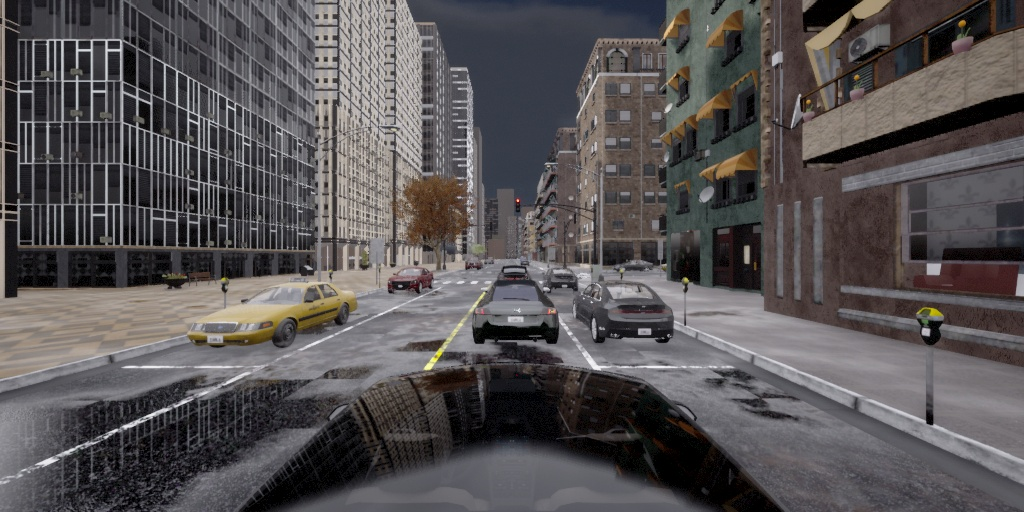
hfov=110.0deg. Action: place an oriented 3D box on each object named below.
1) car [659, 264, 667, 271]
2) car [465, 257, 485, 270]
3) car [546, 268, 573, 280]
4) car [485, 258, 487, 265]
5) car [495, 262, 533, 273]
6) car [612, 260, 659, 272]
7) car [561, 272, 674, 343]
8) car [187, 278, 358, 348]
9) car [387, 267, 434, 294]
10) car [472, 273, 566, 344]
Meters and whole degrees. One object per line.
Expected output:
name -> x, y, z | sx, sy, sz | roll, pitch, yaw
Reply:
car -> 18.841, 1.006, 39.983 | 4.829, 1.417, 1.751 | 0, 0, -1
car -> -5.679, 1.098, 52.906 | 2.192, 1.841, 5.009 | 0, 0, 0
car -> 2.693, 1.305, 20.516 | 2.007, 1.370, 4.403 | 0, 0, 0
car -> -5.677, 1.356, 58.429 | 1.948, 1.339, 4.313 | 0, 0, 0
car -> 0.109, 1.259, 19.647 | 1.837, 1.490, 4.892 | 0, 0, -1
car -> 13.444, 1.108, 39.929 | 4.403, 1.370, 2.007 | 0, 0, -1
car -> 2.691, 1.301, 9.450 | 2.007, 1.370, 4.403 | 0, 0, 0
car -> -5.690, 1.276, 9.283 | 1.751, 1.417, 4.829 | 0, 0, 0
car -> -5.687, 1.299, 20.518 | 1.888, 1.381, 4.507 | 0, 0, 0
car -> 0.089, 1.315, 9.598 | 1.994, 1.385, 4.181 | 0, 0, 0
